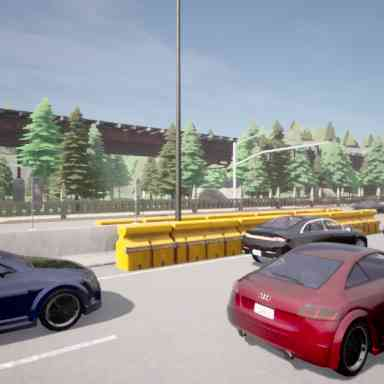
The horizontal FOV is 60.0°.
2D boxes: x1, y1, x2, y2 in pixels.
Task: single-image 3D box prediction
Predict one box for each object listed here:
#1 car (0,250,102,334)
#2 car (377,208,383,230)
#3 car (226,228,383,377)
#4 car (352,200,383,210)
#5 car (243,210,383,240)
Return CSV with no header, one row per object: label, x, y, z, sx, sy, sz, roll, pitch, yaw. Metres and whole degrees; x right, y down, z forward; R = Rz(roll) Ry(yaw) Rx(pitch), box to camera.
car,-3.664,1.564,5.429,4.181,1.385,1.994,0,0,-36
car,10.986,1.563,15.906,4.181,1.385,1.994,0,0,-35
car,2.603,1.564,5.616,4.181,1.385,1.994,0,0,-35
car,18.254,1.562,34.253,4.181,1.385,1.994,0,0,-36
car,3.796,1.491,10.762,4.902,1.511,2.128,0,0,-36
